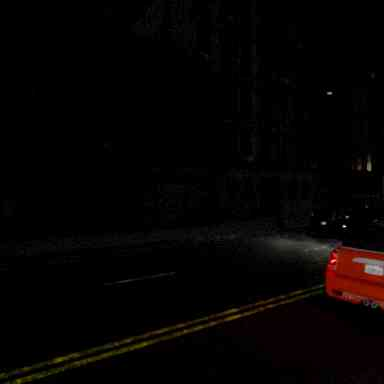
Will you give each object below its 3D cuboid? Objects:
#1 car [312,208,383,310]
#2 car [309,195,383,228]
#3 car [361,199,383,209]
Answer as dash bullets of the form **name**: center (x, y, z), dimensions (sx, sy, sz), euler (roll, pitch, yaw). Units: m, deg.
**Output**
- **car**: center (4.814, 1.331, 6.860), dimensions (4.553, 1.767, 2.097), euler (0, 0, -35)
- **car**: center (8.680, 1.175, 17.826), dimensions (5.566, 2.045, 2.150), euler (0, 0, -35)
- **car**: center (9.729, 1.306, 14.581), dimensions (4.553, 1.767, 2.097), euler (0, 0, -35)
